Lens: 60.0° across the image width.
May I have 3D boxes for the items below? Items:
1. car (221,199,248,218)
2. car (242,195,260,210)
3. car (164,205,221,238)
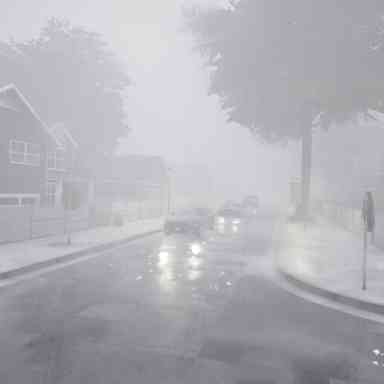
[{"bbox_3d":[3.721,1.655,31.309,1.994,1.385,4.181,1,0,16],"label":"car"},{"bbox_3d":[8.506,1.407,47.877,2.150,2.045,5.566,1,0,16],"label":"car"},{"bbox_3d":[0.016,1.496,18.284,1.882,1.535,5.008,1,0,16],"label":"car"}]
